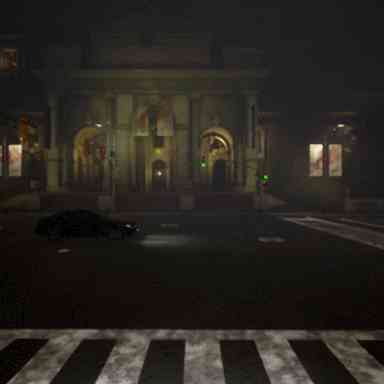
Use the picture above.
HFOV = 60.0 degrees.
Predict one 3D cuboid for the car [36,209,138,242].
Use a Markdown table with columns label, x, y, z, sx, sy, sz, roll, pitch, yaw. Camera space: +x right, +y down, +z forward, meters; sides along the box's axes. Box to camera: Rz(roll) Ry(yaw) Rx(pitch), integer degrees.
| label | x | y | z | sx | sy | sz | roll | pitch | yaw |
| --- | --- | --- | --- | --- | --- | --- | --- | --- | --- |
| car | -4.904 | 1.518 | 15.743 | 4.674 | 1.442 | 1.812 | 0 | 0 | 0 |
